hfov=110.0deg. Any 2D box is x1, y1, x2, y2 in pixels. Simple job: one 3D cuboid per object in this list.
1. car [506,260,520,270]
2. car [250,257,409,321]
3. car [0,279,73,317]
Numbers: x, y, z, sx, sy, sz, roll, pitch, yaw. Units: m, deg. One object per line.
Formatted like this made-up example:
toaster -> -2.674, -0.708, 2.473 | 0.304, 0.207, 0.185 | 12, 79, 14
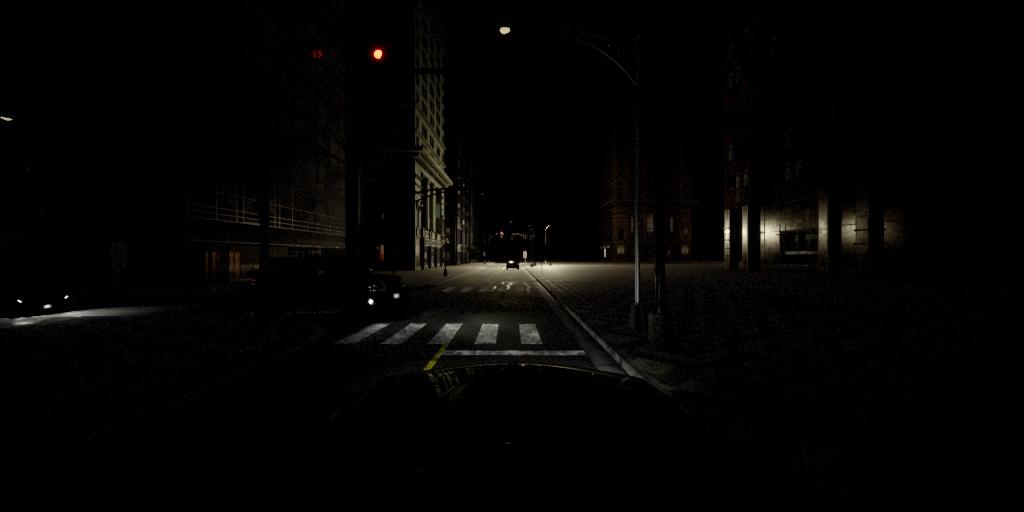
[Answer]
car -> 0.121, 1.325, 53.391 | 1.994, 1.385, 4.181 | 0, 0, 0
car -> -6.390, 1.025, 12.531 | 5.566, 2.045, 2.150 | -2, -1, 18
car -> -20.497, 1.584, 13.751 | 5.357, 1.411, 2.033 | -1, 0, 0
